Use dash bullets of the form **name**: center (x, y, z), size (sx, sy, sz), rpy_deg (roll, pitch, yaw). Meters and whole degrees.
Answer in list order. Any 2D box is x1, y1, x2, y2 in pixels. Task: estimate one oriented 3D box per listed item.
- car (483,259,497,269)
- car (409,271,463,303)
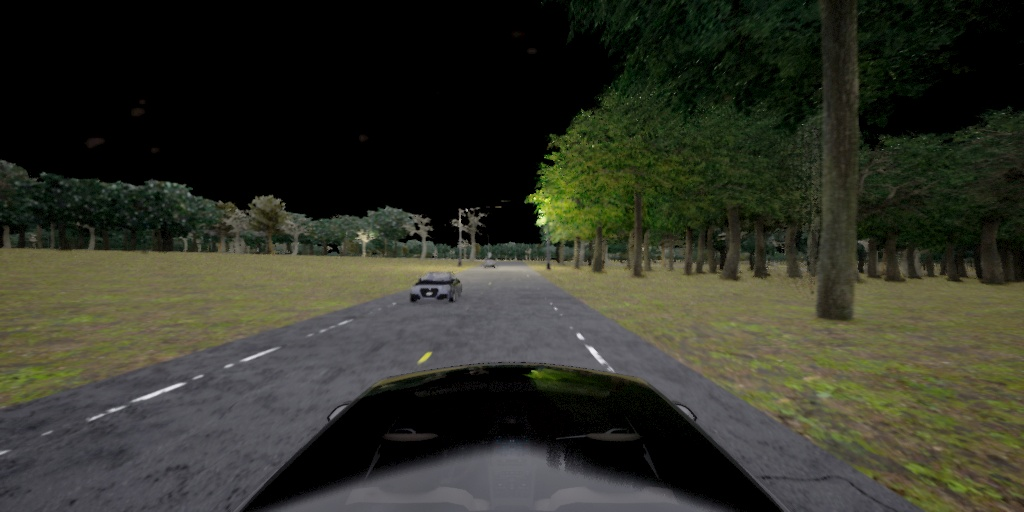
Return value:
- **car**: center (-3.545, 1.307, 58.060), size (1.837, 1.490, 4.892), rpy_deg (0, 0, 1)
- **car**: center (-3.599, 1.456, 17.601), size (1.994, 1.385, 4.181), rpy_deg (0, 0, 0)
